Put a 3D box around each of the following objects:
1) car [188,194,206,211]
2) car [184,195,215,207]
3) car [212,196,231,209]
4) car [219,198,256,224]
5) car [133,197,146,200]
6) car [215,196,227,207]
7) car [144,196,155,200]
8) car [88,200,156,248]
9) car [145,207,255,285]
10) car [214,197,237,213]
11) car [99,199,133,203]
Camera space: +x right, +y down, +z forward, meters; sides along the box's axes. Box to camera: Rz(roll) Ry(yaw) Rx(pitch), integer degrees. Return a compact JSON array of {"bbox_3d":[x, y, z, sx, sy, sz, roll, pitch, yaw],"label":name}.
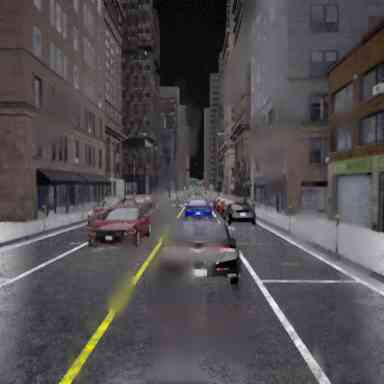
[{"bbox_3d":[0.548,1.096,36.353,1.801,1.575,5.366,0,1,1],"label":"car"},{"bbox_3d":[0.458,1.235,24.236,1.882,1.535,5.008,0,0,1],"label":"car"},{"bbox_3d":[3.330,1.165,38.384,1.887,1.381,4.507,-1,1,1],"label":"car"},{"bbox_3d":[3.072,1.347,21.872,1.947,1.339,4.313,-1,1,1],"label":"car"},{"bbox_3d":[-5.366,1.289,27.509,1.947,1.339,4.313,-1,1,1],"label":"car"},{"bbox_3d":[3.158,1.272,27.375,1.887,1.381,4.507,-1,1,1],"label":"car"},{"bbox_3d":[-5.280,1.221,33.013,2.008,1.369,4.403,-1,1,1],"label":"car"},{"bbox_3d":[-2.898,1.332,14.244,1.882,1.535,5.008,0,1,1],"label":"car"},{"bbox_3d":[0.217,1.398,9.176,2.128,1.511,4.902,0,1,1],"label":"car"},{"bbox_3d":[3.244,1.219,32.880,1.887,1.381,4.507,-1,1,1],"label":"car"},{"bbox_3d":[-5.453,1.217,22.003,1.967,1.590,4.097,-1,1,1],"label":"car"}]
